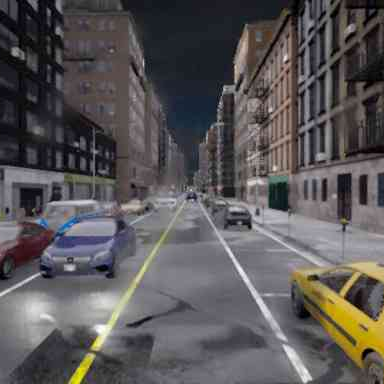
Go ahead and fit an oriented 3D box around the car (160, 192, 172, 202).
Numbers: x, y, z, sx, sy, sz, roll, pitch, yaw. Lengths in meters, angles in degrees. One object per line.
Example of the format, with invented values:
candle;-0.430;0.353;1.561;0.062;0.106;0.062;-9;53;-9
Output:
car;-5.428;1.017;69.285;2.192;1.841;5.009;0;0;0

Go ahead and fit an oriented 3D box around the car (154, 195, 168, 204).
car;-5.422;1.304;58.461;2.008;1.369;4.403;0;0;0

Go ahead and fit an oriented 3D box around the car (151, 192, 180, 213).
car;-2.772;1.065;35.586;2.150;2.045;5.566;0;0;0

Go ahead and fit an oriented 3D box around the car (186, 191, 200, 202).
car;-0.040;0.895;68.173;2.150;2.045;5.566;0;0;0

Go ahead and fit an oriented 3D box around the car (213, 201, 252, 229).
car;2.625;1.467;20.568;2.008;1.369;4.403;0;0;0

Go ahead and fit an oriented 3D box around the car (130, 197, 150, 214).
car;-5.406;1.397;31.227;1.752;1.417;4.829;0;0;0

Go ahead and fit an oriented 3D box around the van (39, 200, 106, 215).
van;-5.397;1.280;15.158;1.690;1.788;3.998;0;0;0

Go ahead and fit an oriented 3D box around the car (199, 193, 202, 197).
car;2.603;1.278;58.626;1.752;1.417;4.829;0;0;0

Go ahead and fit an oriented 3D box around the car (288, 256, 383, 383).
car;2.635;1.507;4.499;1.752;1.417;4.829;0;0;0

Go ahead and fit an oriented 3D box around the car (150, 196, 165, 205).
car;-5.419;1.330;53.048;2.008;1.369;4.403;0;0;0

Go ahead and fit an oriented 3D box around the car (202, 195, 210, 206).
car;2.612;1.392;42.218;1.947;1.339;4.313;0;0;0

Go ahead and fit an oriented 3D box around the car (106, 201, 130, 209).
car;-5.400;1.356;20.571;1.967;1.590;4.097;0;0;0

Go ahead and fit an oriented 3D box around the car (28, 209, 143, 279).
car;-2.843;1.485;10.083;1.812;1.442;4.674;0;0;0

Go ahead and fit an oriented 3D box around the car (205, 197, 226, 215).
car;2.619;1.422;31.393;2.008;1.369;4.403;0;0;0

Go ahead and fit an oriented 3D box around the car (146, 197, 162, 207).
car;-5.416;1.385;47.635;1.802;1.307;4.206;0;0;0

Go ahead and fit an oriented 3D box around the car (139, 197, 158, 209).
car;-5.413;1.352;42.052;1.752;1.417;4.829;0;0;0

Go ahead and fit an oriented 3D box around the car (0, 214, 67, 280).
car;-5.394;1.543;9.747;1.802;1.307;4.206;0;0;0
